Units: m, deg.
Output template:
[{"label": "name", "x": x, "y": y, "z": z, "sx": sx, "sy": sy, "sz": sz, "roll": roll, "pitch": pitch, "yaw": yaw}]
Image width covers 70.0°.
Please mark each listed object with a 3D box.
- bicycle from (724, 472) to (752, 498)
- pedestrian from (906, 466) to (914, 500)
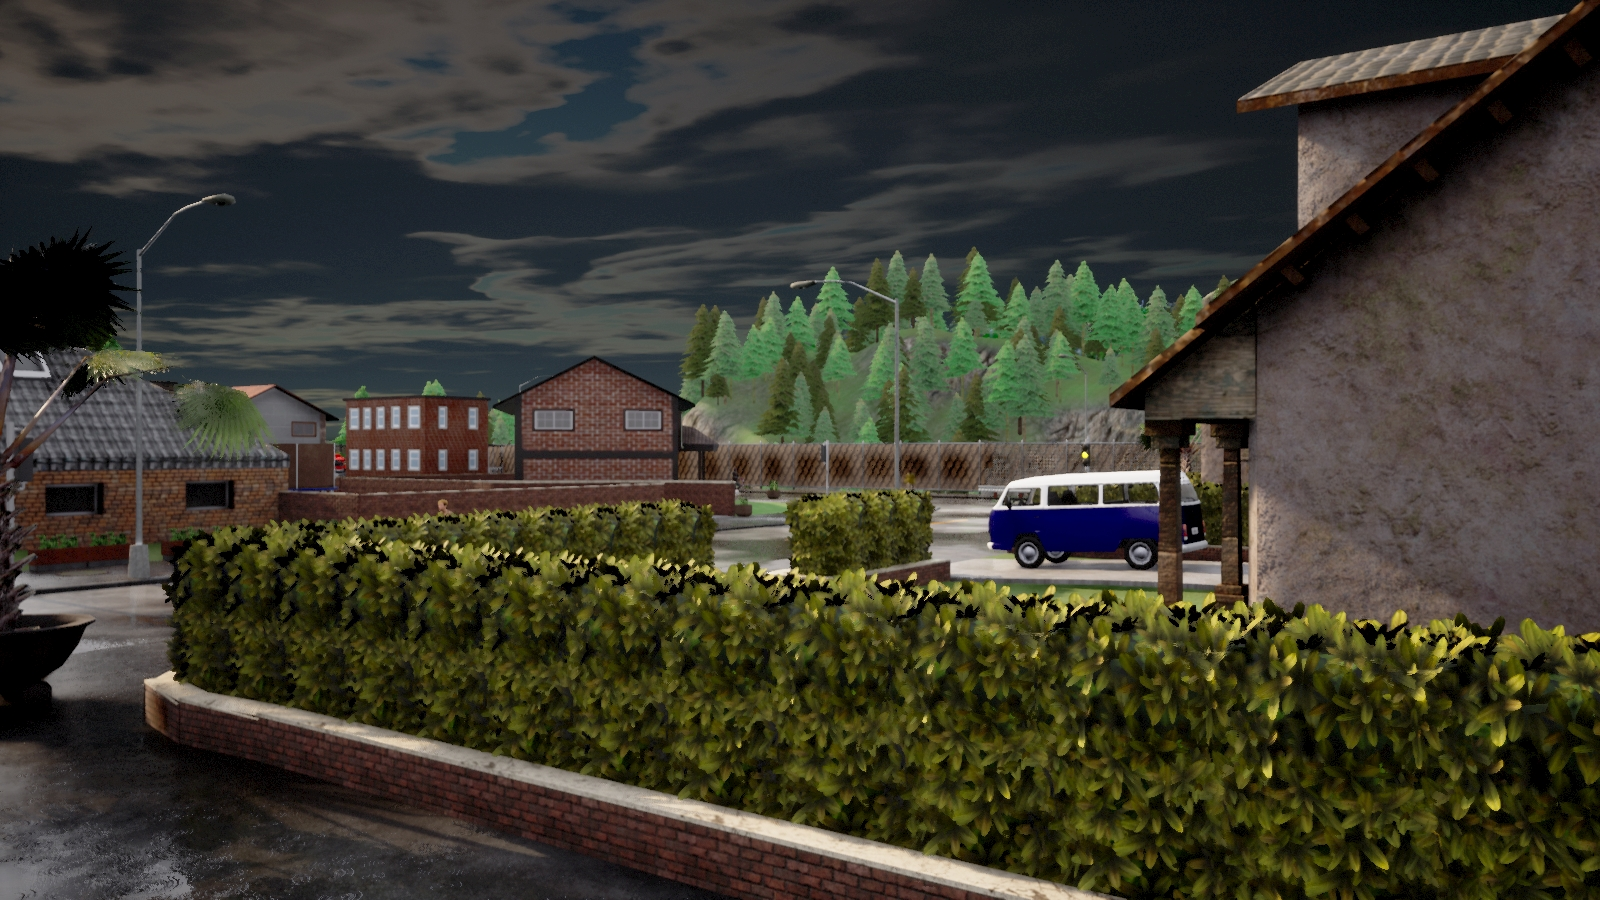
[{"label": "bicycle", "x": -3.643, "y": 2.044, "z": 67.431, "sx": 1.835, "sy": 1.471, "sz": 0.329, "roll": 0, "pitch": 0, "yaw": 35}, {"label": "pedestrian", "x": 6.120, "y": 1.836, "z": 63.471, "sx": 0.375, "sy": 1.860, "sz": 0.375, "roll": 0, "pitch": 0, "yaw": 15}]
